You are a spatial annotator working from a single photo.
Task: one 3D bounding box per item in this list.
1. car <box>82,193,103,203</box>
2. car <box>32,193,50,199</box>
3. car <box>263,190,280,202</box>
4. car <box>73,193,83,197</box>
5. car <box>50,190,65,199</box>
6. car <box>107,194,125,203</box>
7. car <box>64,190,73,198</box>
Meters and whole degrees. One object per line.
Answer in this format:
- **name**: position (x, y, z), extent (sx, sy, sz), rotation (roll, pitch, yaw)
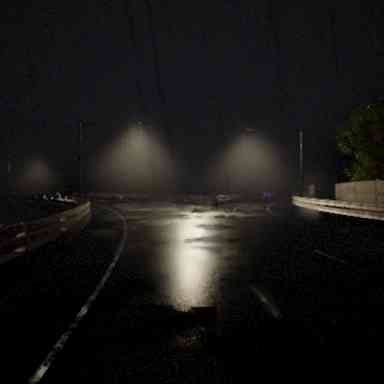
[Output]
- **car**: position (-16.130, 1.058, 54.858), extent (1.837, 1.490, 4.892), rotation (0, 0, -32)
- **car**: position (-36.033, 0.949, 78.355), extent (4.181, 1.385, 1.994), rotation (0, 1, 41)
- **car**: position (13.645, 0.695, 56.864), extent (2.150, 2.045, 5.566), rotation (0, 0, 24)
- **car**: position (-25.233, 0.920, 77.688), extent (4.181, 1.385, 1.994), rotation (0, 1, 44)
- **car**: position (-33.309, 0.922, 80.600), extent (4.181, 1.385, 1.994), rotation (0, 1, 41)
- **car**: position (-13.005, 1.023, 56.422), extent (2.128, 1.511, 4.902), rotation (0, 1, -32)
- **car**: position (-32.294, 0.389, 84.370), extent (5.566, 2.045, 2.150), rotation (0, 1, 39)
